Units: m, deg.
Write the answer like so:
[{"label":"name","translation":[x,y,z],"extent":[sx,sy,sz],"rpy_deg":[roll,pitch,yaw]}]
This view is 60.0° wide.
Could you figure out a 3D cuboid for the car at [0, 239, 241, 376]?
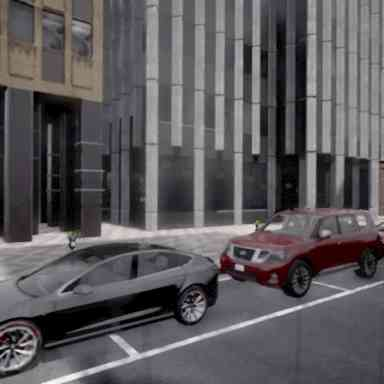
[{"label":"car","translation":[-1.482,1.585,5.595],"extent":[4.313,1.339,1.947],"rpy_deg":[1,-1,-36]}]

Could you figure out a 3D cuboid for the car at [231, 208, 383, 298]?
[{"label":"car","translation":[3.107,1.389,8.871],"extent":[5.009,1.841,2.192],"rpy_deg":[1,-1,-36]}]
